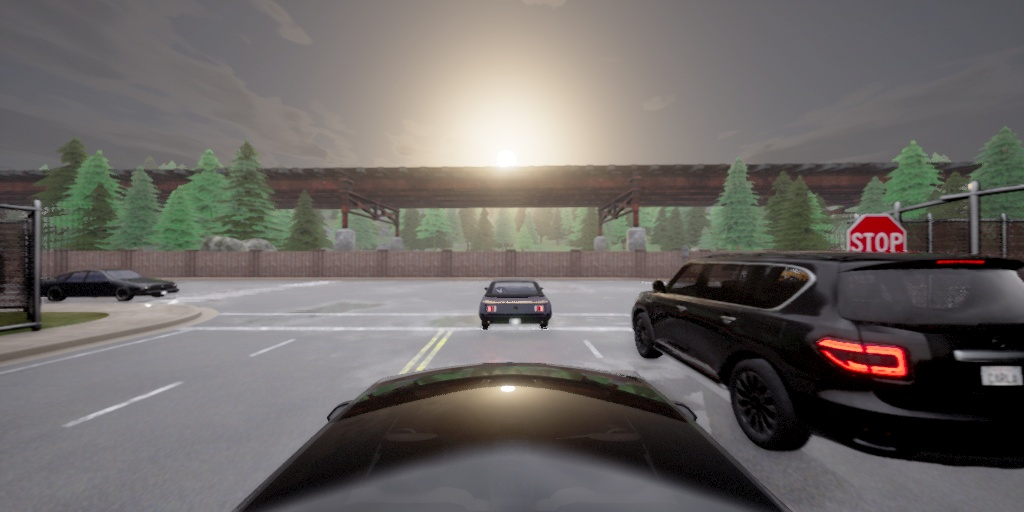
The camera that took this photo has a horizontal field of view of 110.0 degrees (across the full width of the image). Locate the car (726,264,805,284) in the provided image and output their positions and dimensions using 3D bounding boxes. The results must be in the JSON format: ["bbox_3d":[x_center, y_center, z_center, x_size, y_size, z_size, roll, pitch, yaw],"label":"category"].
[{"bbox_3d":[19.016,1.330,27.016,4.674,1.442,1.812,0,0,0],"label":"car"}]

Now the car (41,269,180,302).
[{"bbox_3d":[-18.919,1.330,16.760,5.357,1.411,2.033,0,0,0],"label":"car"}]

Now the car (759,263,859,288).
[{"bbox_3d":[19.373,1.274,23.531,5.008,1.535,1.882,0,0,1],"label":"car"}]

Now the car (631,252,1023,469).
[{"bbox_3d":[3.603,0.979,5.321,2.150,2.045,5.566,0,0,0],"label":"car"}]

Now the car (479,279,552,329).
[{"bbox_3d":[0.046,1.372,11.324,1.895,1.301,4.718,0,0,-1],"label":"car"}]

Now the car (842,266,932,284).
[{"bbox_3d":[28.074,1.405,26.949,4.718,1.301,1.895,0,0,1],"label":"car"}]
